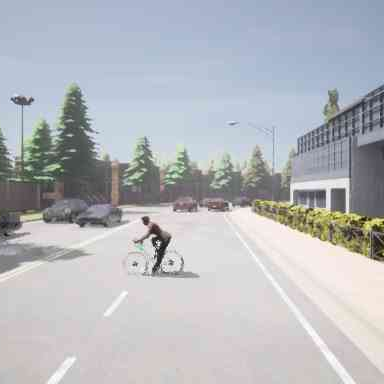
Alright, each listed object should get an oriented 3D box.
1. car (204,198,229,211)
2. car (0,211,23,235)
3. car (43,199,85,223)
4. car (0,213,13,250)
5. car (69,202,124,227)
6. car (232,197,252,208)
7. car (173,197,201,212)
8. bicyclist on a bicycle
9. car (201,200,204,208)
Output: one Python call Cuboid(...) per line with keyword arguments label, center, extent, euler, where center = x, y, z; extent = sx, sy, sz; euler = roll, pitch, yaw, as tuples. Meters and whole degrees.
Cuboid(label="car", center=(3.229, 1.477, 39.968), extent=(1.882, 1.535, 5.008), euler=(0, 0, 16))
Cuboid(label="car", center=(-10.021, 1.547, 15.433), extent=(2.033, 1.411, 5.357), euler=(0, 0, 2))
Cuboid(label="car", center=(-9.510, 1.352, 25.547), extent=(2.097, 1.767, 4.553), euler=(0, 0, 4))
Cuboid(label="car", center=(-6.817, 1.505, 8.215), extent=(1.837, 1.490, 4.892), euler=(0, 0, 2))
Cuboid(label="car", center=(-6.162, 1.547, 22.869), extent=(2.033, 1.411, 5.357), euler=(0, 0, 3))
Cuboid(label="car", center=(7.512, 1.491, 49.516), extent=(2.128, 1.511, 4.902), euler=(0, 0, 31))
Cuboid(label="car", center=(-0.687, 1.352, 38.862), extent=(2.097, 1.767, 4.553), euler=(0, 0, 13))
Cuboid(label="bicyclist on a bicycle", center=(-1.055, 1.453, 8.894), extent=(1.656, 1.620, 0.582), euler=(-2, 0, 2))
Cuboid(label="car", center=(2.625, 1.564, 48.061), extent=(1.994, 1.385, 4.181), euler=(0, 0, 27))
